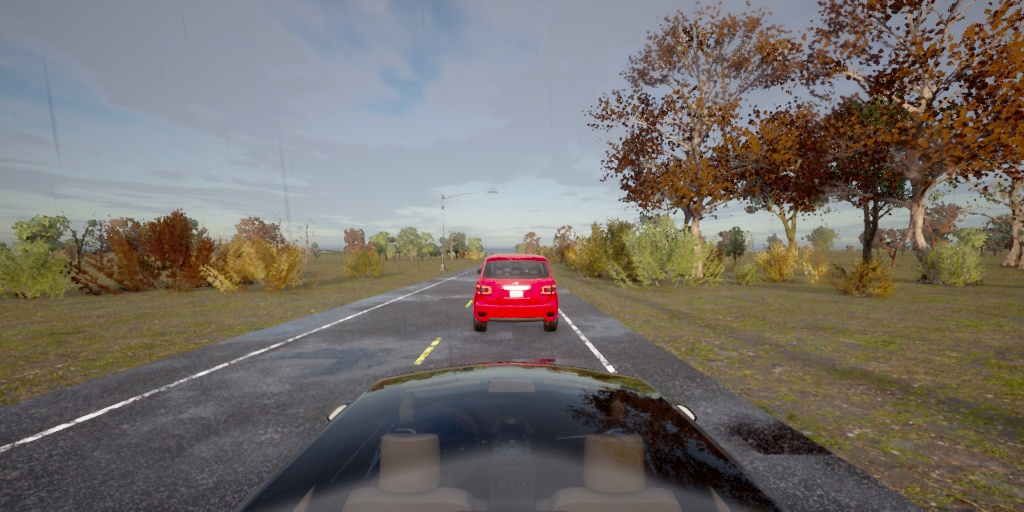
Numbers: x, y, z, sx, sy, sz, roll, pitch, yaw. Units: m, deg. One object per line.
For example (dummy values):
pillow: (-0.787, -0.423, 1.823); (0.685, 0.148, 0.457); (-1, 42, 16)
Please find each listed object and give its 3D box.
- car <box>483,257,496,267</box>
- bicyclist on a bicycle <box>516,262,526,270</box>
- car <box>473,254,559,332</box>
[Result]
car: (-4.009, 1.076, 64.899); (2.097, 1.767, 4.553); (0, 0, 0)
bicyclist on a bicycle: (0.859, 1.106, 30.169); (0.659, 1.776, 1.843); (0, 0, 0)
car: (0.078, 0.967, 10.990); (2.150, 2.045, 5.566); (0, 0, -1)
